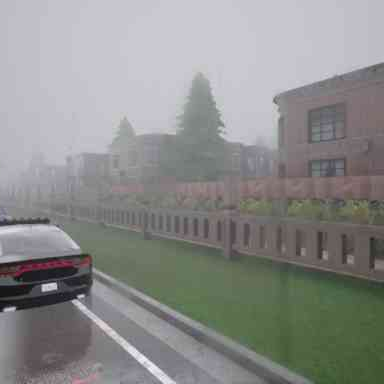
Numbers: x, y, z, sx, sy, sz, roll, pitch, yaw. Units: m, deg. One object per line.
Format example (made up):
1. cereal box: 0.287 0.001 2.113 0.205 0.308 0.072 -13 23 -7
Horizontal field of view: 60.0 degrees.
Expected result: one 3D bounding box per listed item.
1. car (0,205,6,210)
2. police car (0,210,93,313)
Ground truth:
1. car: -9.799 1.350 15.736 2.097 1.767 4.553 0 0 -36
2. police car: -3.970 1.425 7.783 1.930 1.638 5.238 0 0 -36
